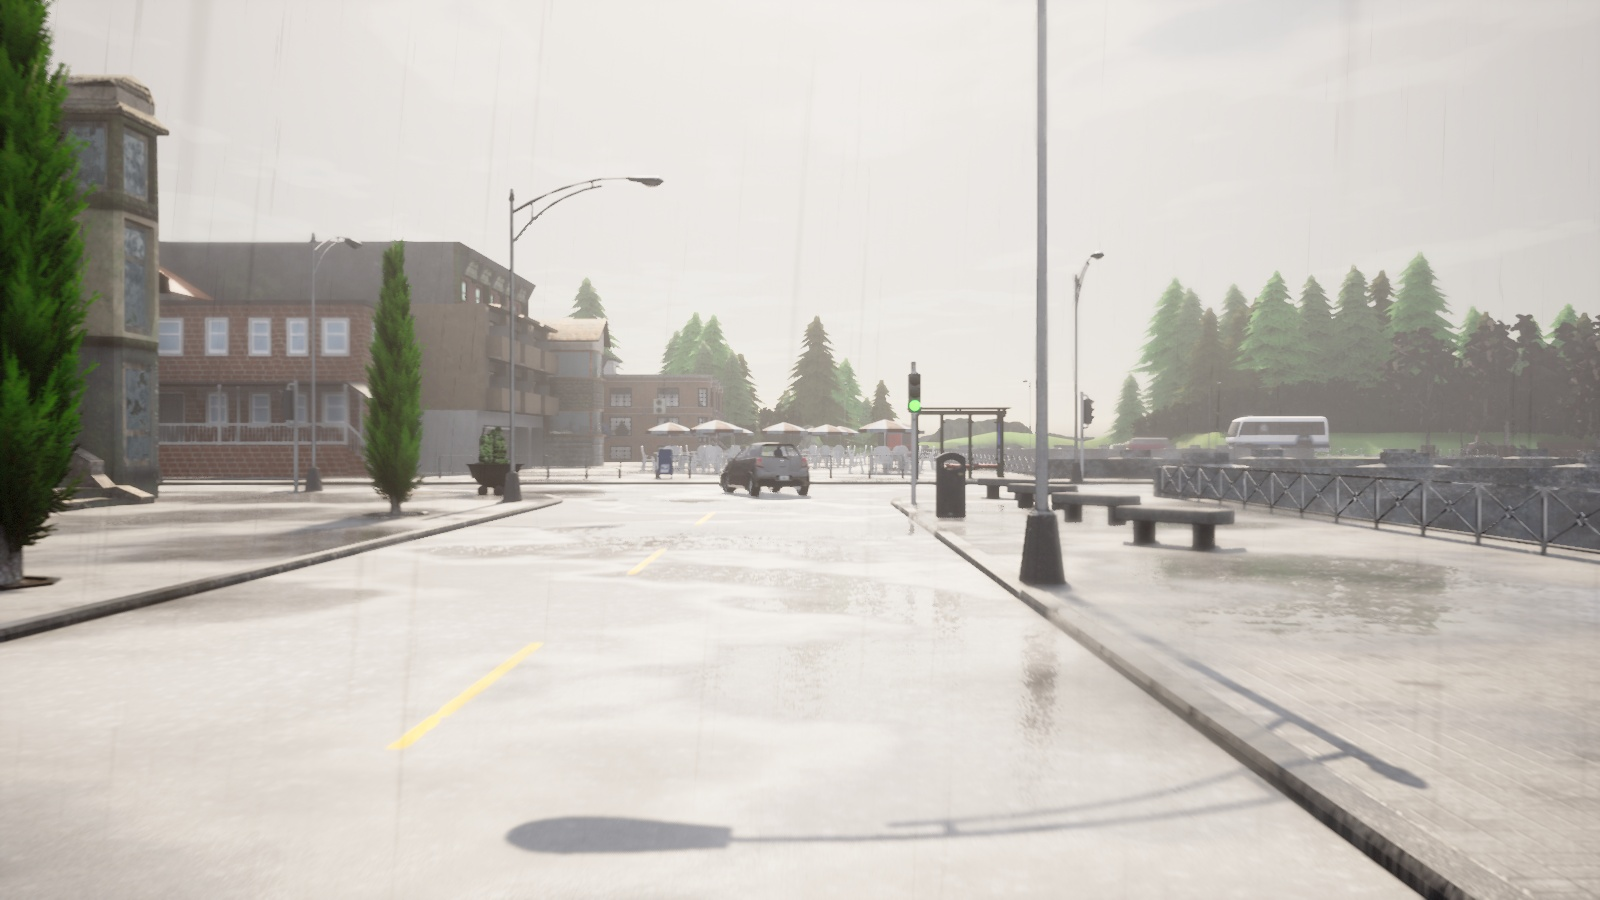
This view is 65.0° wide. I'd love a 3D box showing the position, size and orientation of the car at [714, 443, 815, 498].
[{"bbox_3d":[-1.079,0.556,36.074,1.845,1.501,3.633,0,0,-20],"label":"car"}]
